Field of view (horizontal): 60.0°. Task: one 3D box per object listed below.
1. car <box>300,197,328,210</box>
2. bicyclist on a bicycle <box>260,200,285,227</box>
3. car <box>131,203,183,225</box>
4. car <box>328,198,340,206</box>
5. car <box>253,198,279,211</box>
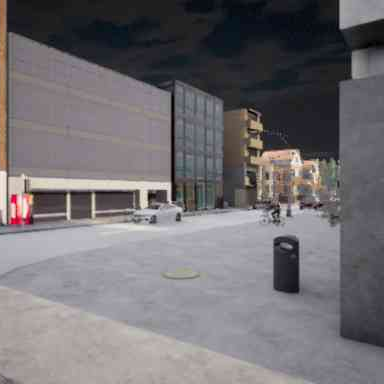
[{"bbox_3d":[15.604,1.371,43.057,2.097,1.767,4.553,0,0,36],"label":"car"},{"bbox_3d":[5.029,1.361,20.908,1.656,1.620,0.582,0,0,35],"label":"bicyclist on a bicycle"},{"bbox_3d":[-2.481,1.549,24.806,1.812,1.442,4.674,0,0,35],"label":"car"},{"bbox_3d":[21.404,1.621,51.273,1.895,1.301,4.718,0,0,35],"label":"car"},{"bbox_3d":[9.171,1.516,41.144,2.128,1.511,4.902,0,0,36],"label":"car"}]
